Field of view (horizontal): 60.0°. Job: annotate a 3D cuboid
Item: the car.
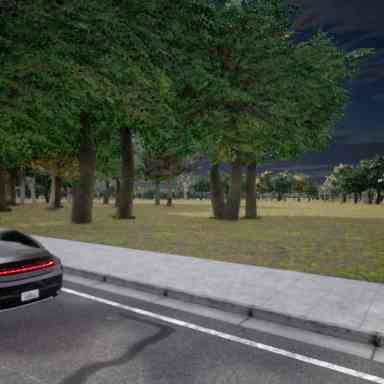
[{"bbox_3d":[-4.727,1.512,7.069,4.892,1.490,1.837,0,0,35],"label":"car"}]
